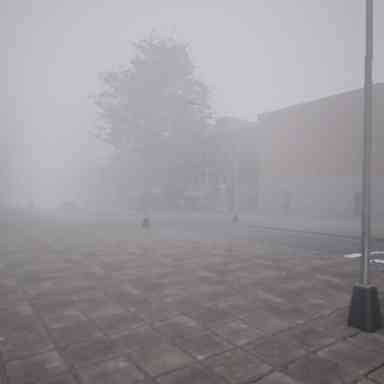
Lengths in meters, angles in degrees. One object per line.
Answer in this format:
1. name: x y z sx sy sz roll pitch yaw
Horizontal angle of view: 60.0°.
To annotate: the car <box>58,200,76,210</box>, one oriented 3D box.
1. car: -20.290 2.109 54.024 1.837 1.490 4.892 2 -2 -35
